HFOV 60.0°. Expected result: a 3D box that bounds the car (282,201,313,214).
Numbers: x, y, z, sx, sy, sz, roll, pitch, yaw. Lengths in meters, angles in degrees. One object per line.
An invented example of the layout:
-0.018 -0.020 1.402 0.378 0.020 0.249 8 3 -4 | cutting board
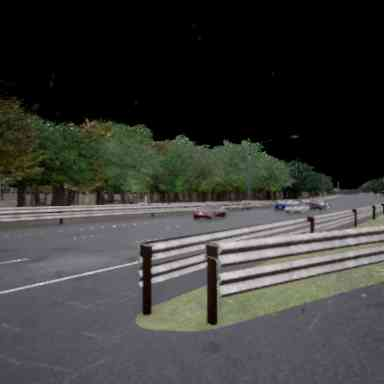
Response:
13.262 2.071 41.593 1.895 1.301 4.718 0 -1 34 | car

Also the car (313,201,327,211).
19.251 2.091 50.677 1.837 1.490 4.892 0 -1 33 | car

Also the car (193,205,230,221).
1.935 1.885 31.437 1.994 1.385 4.181 0 0 35 | car

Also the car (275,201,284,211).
13.727 2.007 48.627 1.882 1.535 5.008 0 0 34 | car
